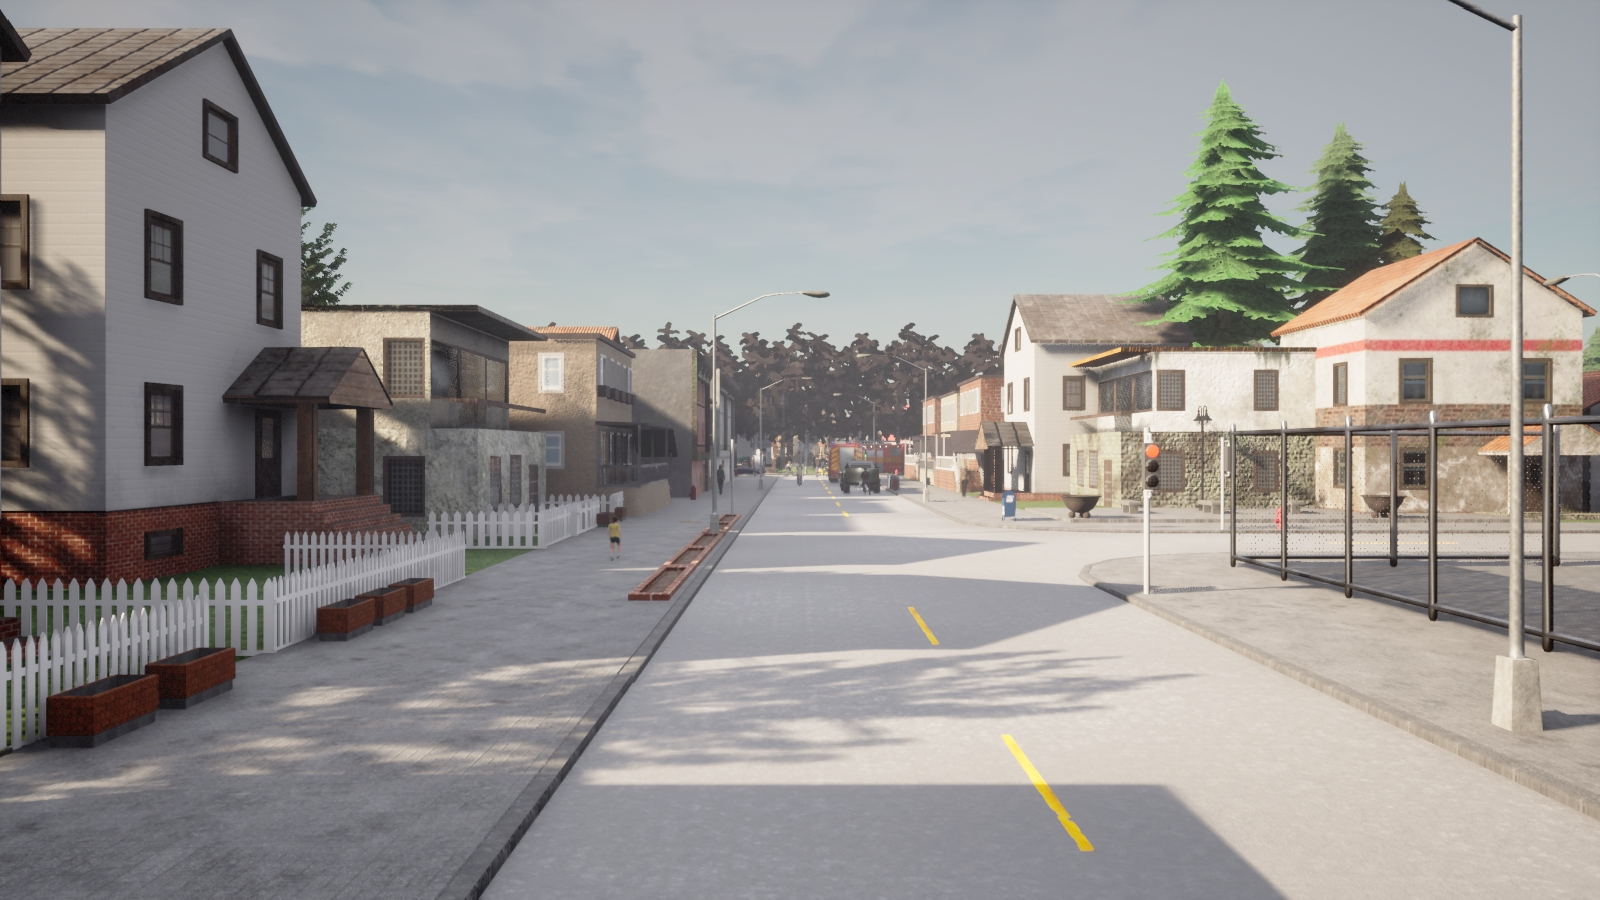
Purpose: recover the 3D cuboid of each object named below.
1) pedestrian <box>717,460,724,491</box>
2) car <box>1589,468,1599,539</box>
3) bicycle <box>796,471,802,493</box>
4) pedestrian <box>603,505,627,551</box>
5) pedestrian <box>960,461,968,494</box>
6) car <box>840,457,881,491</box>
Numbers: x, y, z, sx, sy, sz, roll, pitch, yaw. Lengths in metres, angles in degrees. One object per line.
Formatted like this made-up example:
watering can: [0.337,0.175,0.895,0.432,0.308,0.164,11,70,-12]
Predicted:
pedestrian: [-4.732,1.520,68.126,0.375,1.860,0.375,0,0,-4]
car: [25.942,1.558,32.442,5.566,2.045,2.150,0,0,1]
bicycle: [-0.069,1.936,69.741,0.329,1.271,1.835,0,0,0]
pedestrian: [-4.527,1.903,27.984,0.500,1.100,0.500,0,0,4]
pedestrian: [9.118,1.521,63.448,0.375,1.860,0.375,0,0,0]
car: [3.976,1.529,75.788,2.390,2.098,6.274,0,0,0]
